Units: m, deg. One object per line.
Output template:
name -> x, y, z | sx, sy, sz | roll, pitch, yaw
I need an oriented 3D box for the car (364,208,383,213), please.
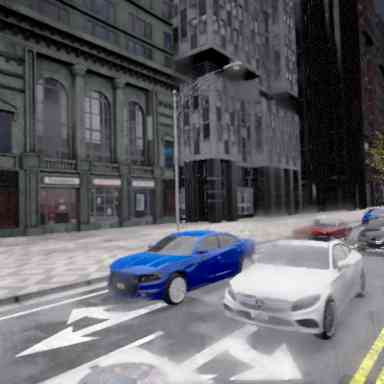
car -> 16.515, 2.158, 29.462 | 1.882, 1.535, 5.008 | -3, -3, 40

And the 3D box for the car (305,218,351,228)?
car -> 7.169, 2.102, 18.078 | 1.895, 1.301, 4.718 | -3, -3, 39

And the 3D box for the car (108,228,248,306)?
car -> -0.006, 1.841, 9.322 | 1.882, 1.535, 5.008 | -3, -3, 39

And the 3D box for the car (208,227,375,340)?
car -> 2.469, 1.744, 7.210 | 1.812, 1.442, 4.674 | -3, -3, 37

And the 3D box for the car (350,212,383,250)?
car -> 9.040, 1.851, 15.240 | 1.837, 1.490, 4.892 | -3, -3, 39
